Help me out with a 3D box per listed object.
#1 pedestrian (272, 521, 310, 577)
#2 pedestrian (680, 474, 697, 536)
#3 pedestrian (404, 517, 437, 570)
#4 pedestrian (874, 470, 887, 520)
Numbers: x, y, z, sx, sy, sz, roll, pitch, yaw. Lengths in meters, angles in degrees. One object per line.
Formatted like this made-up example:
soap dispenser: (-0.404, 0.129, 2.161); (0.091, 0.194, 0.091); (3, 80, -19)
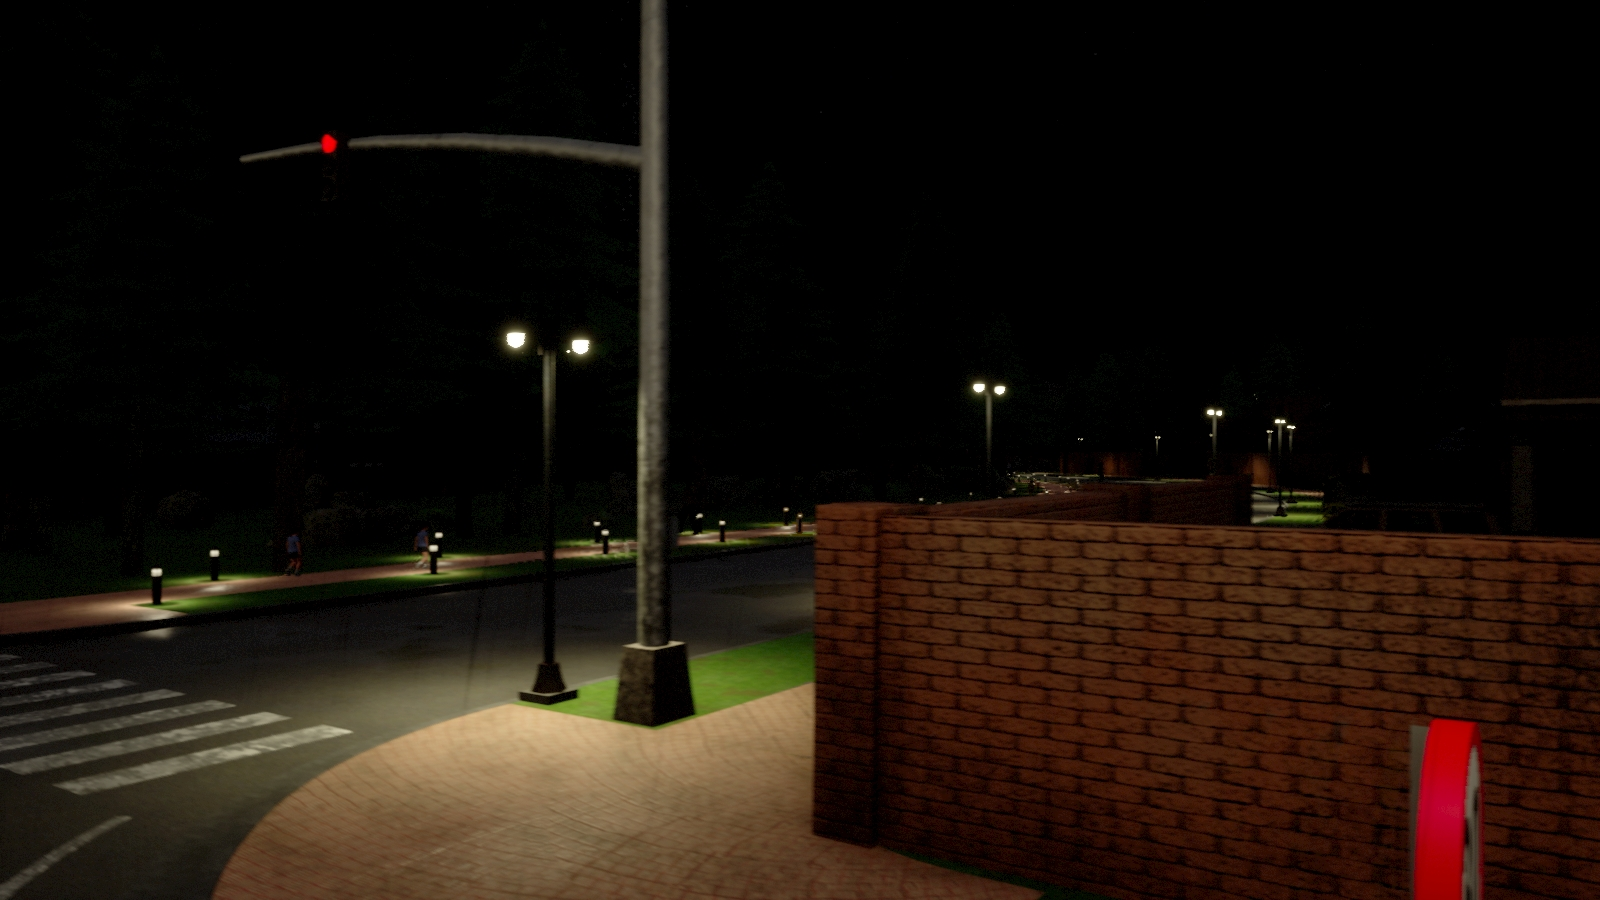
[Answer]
pedestrian: (-10.578, 2.053, 23.754); (0.500, 1.100, 0.500); (0, 0, 20)
pedestrian: (-3.397, 1.671, 34.878); (0.375, 1.860, 0.375); (0, 0, 32)
pedestrian: (-8.360, 2.052, 25.167); (0.500, 1.100, 0.500); (0, 0, 34)
pedestrian: (2.991, 1.674, 42.473); (0.375, 1.860, 0.375); (0, 0, 29)
